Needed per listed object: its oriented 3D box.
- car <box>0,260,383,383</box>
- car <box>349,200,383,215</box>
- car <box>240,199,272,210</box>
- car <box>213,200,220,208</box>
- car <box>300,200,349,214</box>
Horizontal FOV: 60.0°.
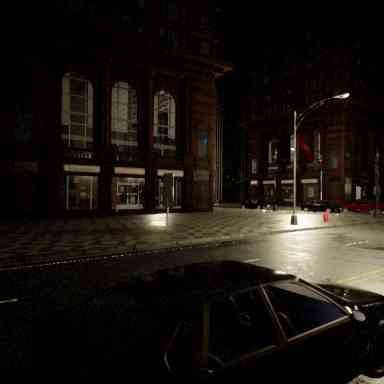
[{"bbox_3d":[0.435,1.548,3.754,5.357,1.411,2.033,0,0,-36],"label":"car"},{"bbox_3d":[19.018,1.678,36.836,1.882,1.535,5.008,1,-1,-36],"label":"car"},{"bbox_3d":[8.713,1.727,45.801,1.837,1.490,4.892,1,-1,-35],"label":"car"},{"bbox_3d":[2.675,1.795,54.311,1.812,1.442,4.674,1,-1,-35],"label":"car"},{"bbox_3d":[14.590,1.681,37.523,1.837,1.490,4.892,1,-1,-35],"label":"car"}]
